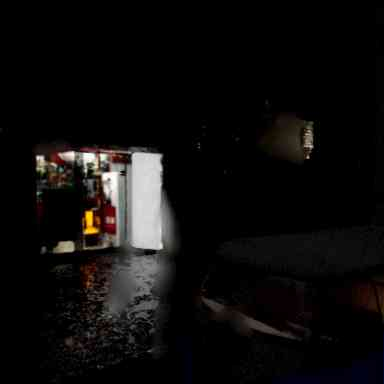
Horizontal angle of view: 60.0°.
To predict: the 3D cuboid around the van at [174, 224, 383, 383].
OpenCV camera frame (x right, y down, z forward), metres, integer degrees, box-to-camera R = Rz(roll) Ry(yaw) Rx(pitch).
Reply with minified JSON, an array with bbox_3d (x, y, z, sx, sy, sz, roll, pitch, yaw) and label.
[{"bbox_3d":[1.759,1.307,3.520,3.998,1.788,1.690,0,0,-34],"label":"van"}]
